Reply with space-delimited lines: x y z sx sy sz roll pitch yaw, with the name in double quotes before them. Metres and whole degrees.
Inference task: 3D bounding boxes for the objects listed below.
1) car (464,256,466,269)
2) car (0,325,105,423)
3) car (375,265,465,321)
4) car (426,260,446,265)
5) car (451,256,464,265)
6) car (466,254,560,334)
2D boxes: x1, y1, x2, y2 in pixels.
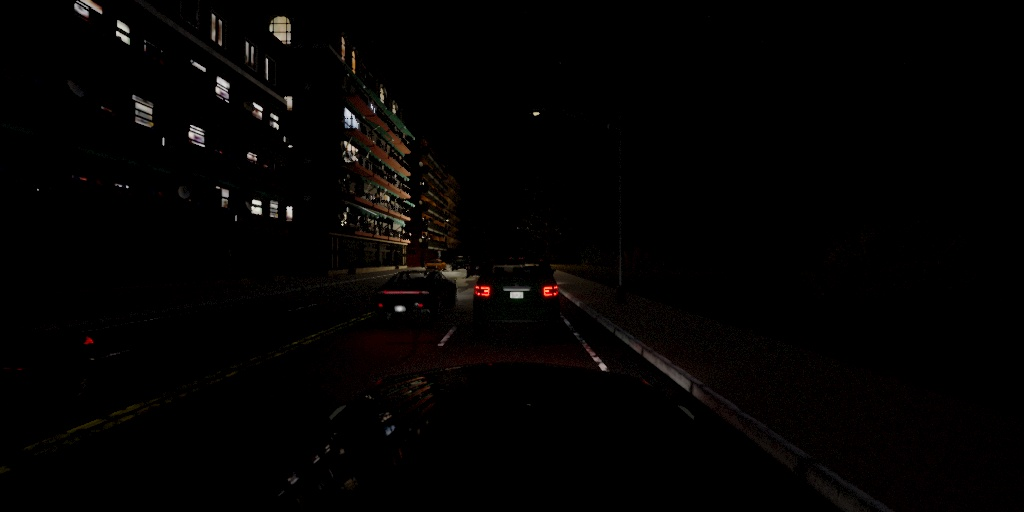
"car" -3.041 1.103 34.253 2.097 1.767 4.553 0 0 0
"car" -6.596 1.314 3.127 1.994 1.385 4.181 0 0 0
"car" -3.117 1.244 12.426 2.128 1.511 4.902 0 0 0
"car" -9.705 1.228 45.689 1.882 1.535 5.008 0 0 0
"car" -6.452 0.972 46.433 2.150 2.045 5.566 0 0 0
"car" 0.123 0.973 10.751 2.150 2.045 5.566 0 0 0
